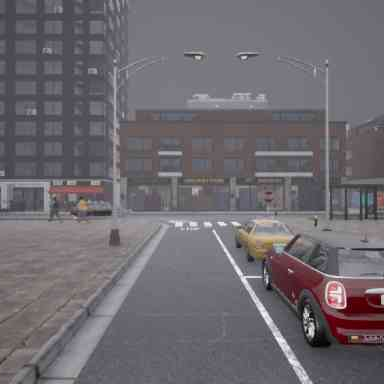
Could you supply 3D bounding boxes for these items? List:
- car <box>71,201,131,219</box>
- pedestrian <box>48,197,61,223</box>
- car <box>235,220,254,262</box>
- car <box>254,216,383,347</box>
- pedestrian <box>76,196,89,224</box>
[{"bbox_3d":[-7.556,1.500,27.783,4.902,1.511,2.128,0,0,-1],"label":"car"},{"bbox_3d":[-9.168,1.164,22.243,0.375,1.860,0.375,0,0,0],"label":"pedestrian"},{"bbox_3d":[2.575,1.529,11.921,1.752,1.417,4.829,0,0,0],"label":"car"},{"bbox_3d":[2.609,1.442,6.313,1.967,1.590,4.097,0,0,0],"label":"car"},{"bbox_3d":[-7.077,1.140,21.587,0.375,1.860,0.375,0,0,0],"label":"pedestrian"}]
